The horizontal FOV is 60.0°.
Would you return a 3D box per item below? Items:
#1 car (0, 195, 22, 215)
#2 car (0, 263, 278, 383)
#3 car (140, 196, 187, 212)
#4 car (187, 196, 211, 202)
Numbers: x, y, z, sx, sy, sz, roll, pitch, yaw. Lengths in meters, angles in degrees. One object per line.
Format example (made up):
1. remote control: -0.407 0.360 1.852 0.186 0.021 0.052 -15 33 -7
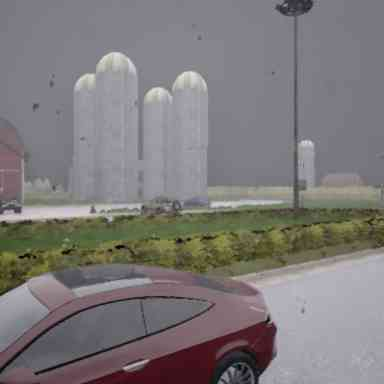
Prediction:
1. car: -18.801 1.303 34.252 1.905 1.878 3.866 0 0 -36
2. car: -1.157 1.524 3.149 4.674 1.442 1.812 0 0 -35
3. car: -2.777 1.273 29.486 1.932 1.855 4.605 0 0 -36
4. car: 0.812 1.407 48.440 2.242 1.667 4.611 0 0 -36
